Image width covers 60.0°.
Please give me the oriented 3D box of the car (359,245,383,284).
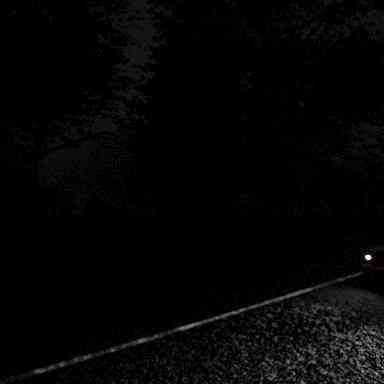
[{"bbox_3d":[6.232,1.602,8.482,4.718,1.301,1.895,0,0,-38],"label":"car"}]
